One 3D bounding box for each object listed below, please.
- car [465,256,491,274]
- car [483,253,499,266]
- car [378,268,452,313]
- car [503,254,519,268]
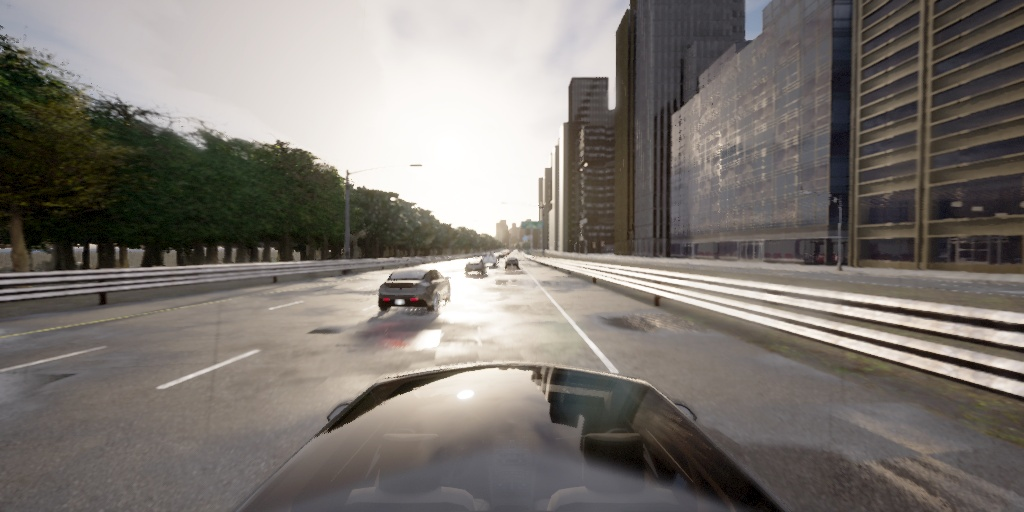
[{"bbox_3d":[-3.558,1.004,35.617,2.128,1.511,4.902,0,0,0],"label":"car"},{"bbox_3d":[-3.660,0.570,58.007,2.150,2.045,5.566,0,0,0],"label":"car"},{"bbox_3d":[-3.506,1.172,13.622,1.837,1.490,4.892,0,0,0],"label":"car"},{"bbox_3d":[-0.019,0.904,50.979,1.837,1.490,4.892,0,0,0],"label":"car"}]
